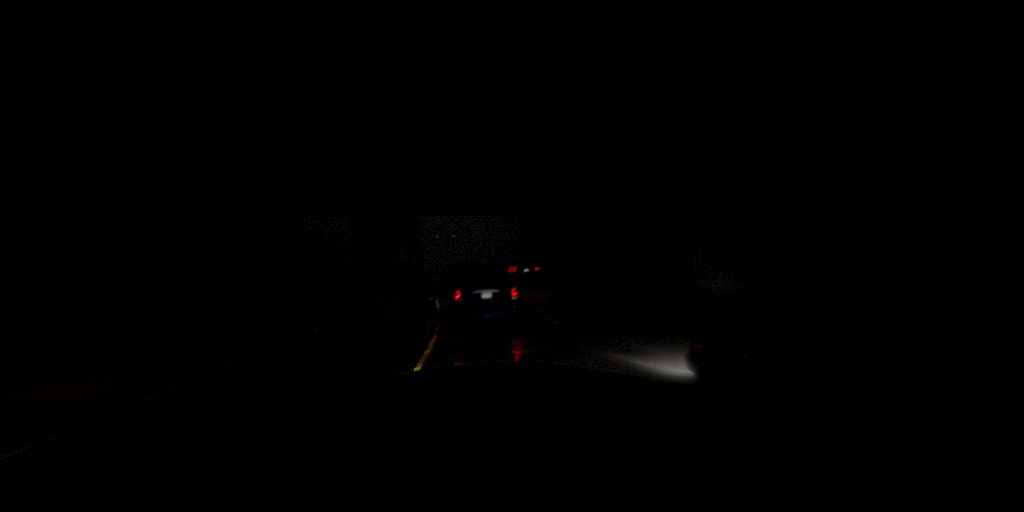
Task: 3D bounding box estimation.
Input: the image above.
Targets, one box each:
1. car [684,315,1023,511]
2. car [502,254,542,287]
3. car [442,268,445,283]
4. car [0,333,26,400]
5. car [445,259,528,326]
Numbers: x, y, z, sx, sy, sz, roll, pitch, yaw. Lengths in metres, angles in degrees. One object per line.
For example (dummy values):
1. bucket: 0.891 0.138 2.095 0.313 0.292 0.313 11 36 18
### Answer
1. car: 3.390 1.207 2.812 2.033 1.411 5.357 -1 0 1
2. car: 0.262 0.941 23.532 2.150 2.045 5.566 -2 0 -13
3. car: -4.618 1.321 29.193 1.882 1.535 5.008 -2 0 -13
4. car: -7.368 1.435 2.566 2.128 1.511 4.902 -1 0 1
5. car: -1.018 1.119 12.056 2.097 1.767 4.553 -2 0 -9
